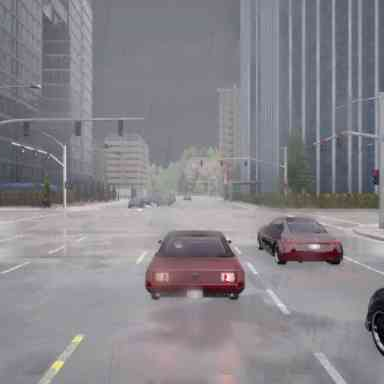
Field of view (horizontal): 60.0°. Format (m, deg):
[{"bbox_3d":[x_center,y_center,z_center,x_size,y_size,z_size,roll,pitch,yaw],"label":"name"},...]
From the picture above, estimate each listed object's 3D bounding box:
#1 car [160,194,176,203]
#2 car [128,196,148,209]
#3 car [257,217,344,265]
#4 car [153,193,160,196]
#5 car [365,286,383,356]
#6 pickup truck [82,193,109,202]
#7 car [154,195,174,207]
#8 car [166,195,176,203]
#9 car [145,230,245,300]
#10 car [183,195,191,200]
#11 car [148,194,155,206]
[{"bbox_3d":[-4.441,1.505,62.211,1.837,1.490,4.892,0,0,-1],"label":"car"},{"bbox_3d":[-7.747,1.505,46.695,1.837,1.490,4.892,0,0,-1],"label":"car"},{"bbox_3d":[3.582,1.564,11.715,1.994,1.385,4.181,0,0,0],"label":"car"},{"bbox_3d":[-7.968,1.491,66.156,2.128,1.511,4.902,0,0,0],"label":"car"},{"bbox_3d":[3.610,1.564,3.304,1.994,1.385,4.181,0,0,-1],"label":"car"},{"bbox_3d":[-21.165,1.058,73.415,2.390,2.098,6.274,0,0,30],"label":"pickup truck"},{"bbox_3d":[-4.315,1.564,52.021,1.994,1.385,4.181,0,0,-1],"label":"car"},{"bbox_3d":[-4.529,1.525,72.509,2.128,1.511,4.902,0,0,-1],"label":"car"},{"bbox_3d":[0.074,1.601,8.358,1.895,1.301,4.718,0,0,0],"label":"car"},{"bbox_3d":[-1.257,1.552,88.631,1.994,1.385,4.181,0,0,-1],"label":"car"},{"bbox_3d":[-7.876,1.505,56.068,1.837,1.490,4.892,0,0,-1],"label":"car"}]
